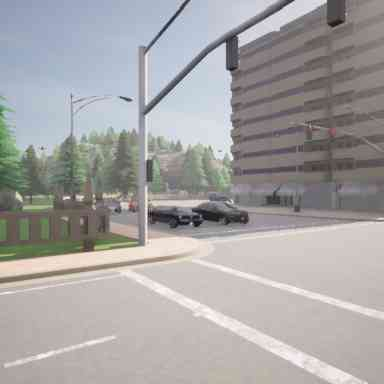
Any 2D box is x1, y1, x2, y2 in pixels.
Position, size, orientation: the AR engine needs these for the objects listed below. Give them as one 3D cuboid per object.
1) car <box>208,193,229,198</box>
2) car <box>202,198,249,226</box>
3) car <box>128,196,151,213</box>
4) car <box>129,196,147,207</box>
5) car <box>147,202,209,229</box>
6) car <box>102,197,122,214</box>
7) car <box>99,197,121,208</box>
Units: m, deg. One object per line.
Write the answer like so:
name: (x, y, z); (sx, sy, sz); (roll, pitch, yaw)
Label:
car: (5.712, 1.168, 71.210); (2.150, 2.045, 5.566); (0, 0, 40)
car: (1.833, 1.422, 23.083); (1.882, 1.535, 5.008); (0, 0, -34)
car: (-5.712, 1.295, 36.610); (2.097, 1.767, 4.553); (0, 0, -19)
car: (-8.245, 1.449, 51.194); (1.837, 1.490, 4.892); (0, 0, 2)
car: (-1.234, 1.545, 21.312); (1.895, 1.301, 4.718); (0, 0, -33)
car: (-8.440, 1.435, 33.967); (2.128, 1.511, 4.902); (0, 0, -22)
car: (-11.636, 1.492, 47.656); (2.033, 1.411, 5.357); (0, 0, -3)
